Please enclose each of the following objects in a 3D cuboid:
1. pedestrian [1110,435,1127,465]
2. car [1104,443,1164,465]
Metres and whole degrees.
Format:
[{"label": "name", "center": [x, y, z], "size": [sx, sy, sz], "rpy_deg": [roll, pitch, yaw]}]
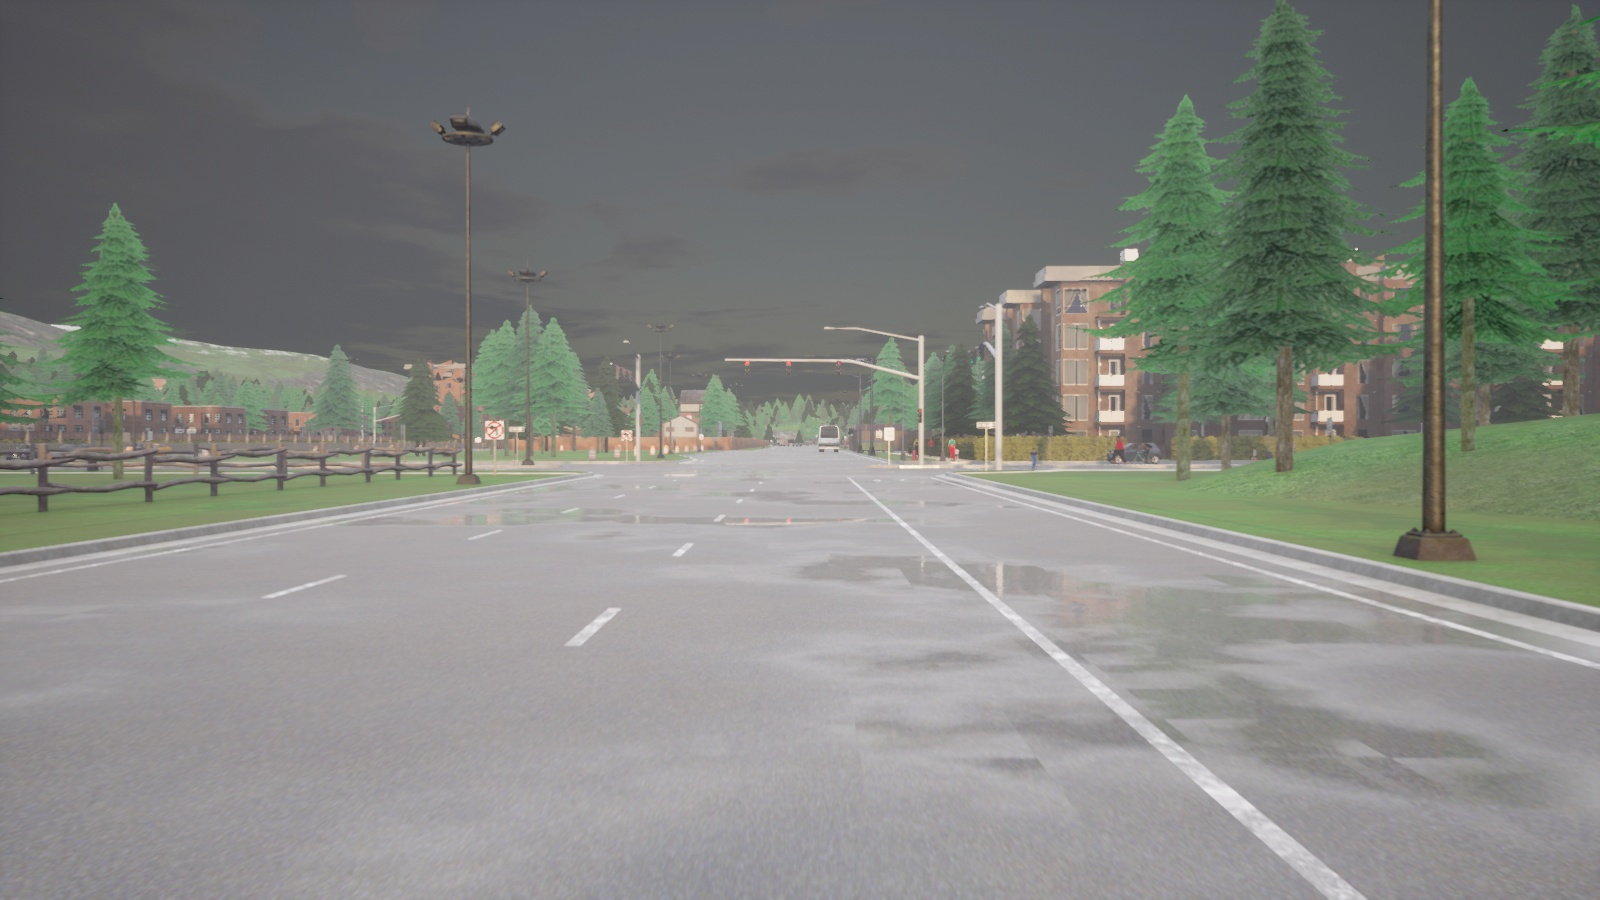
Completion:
[{"label": "pedestrian", "center": [19.405, -0.016, 76.461], "size": [0.899, 1.844, 0.634], "rpy_deg": [0, 0, 2]}, {"label": "car", "center": [22.977, 0.291, 86.546], "size": [3.633, 1.501, 1.845], "rpy_deg": [0, 0, 0]}]
